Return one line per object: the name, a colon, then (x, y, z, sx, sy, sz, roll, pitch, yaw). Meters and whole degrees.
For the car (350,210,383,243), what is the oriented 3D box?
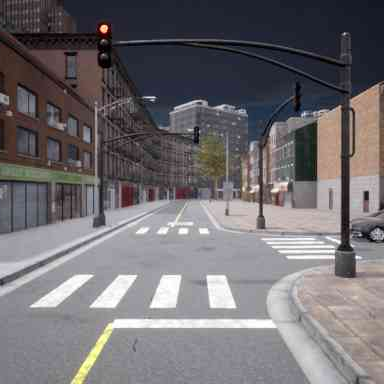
car: (9.453, 1.442, 15.016, 4.892, 1.490, 1.837, 0, 0, 3)
